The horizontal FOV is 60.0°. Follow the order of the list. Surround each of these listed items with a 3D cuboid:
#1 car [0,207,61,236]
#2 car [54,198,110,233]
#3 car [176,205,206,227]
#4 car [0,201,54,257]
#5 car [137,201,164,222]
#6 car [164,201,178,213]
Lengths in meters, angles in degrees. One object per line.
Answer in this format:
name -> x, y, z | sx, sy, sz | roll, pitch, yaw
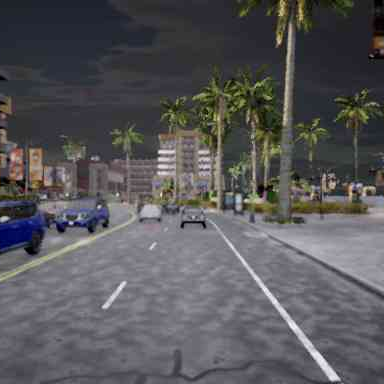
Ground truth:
car -> -10.494, 1.787, 21.353 | 2.033, 1.411, 5.357 | 0, -1, 0
car -> -6.999, 1.469, 22.018 | 2.150, 2.045, 5.566 | 0, -1, 0
car -> 0.038, 1.832, 25.398 | 2.033, 1.411, 5.357 | 0, -1, -1
car -> -6.996, 1.349, 11.270 | 2.150, 2.045, 5.566 | 0, -1, 0
car -> -3.720, 1.864, 30.134 | 1.812, 1.442, 4.674 | 0, -1, -5
car -> -3.044, 2.003, 45.613 | 2.128, 1.511, 4.902 | 0, -1, -15
